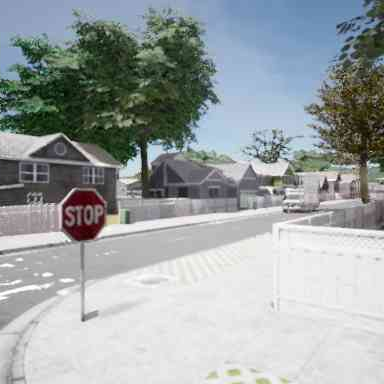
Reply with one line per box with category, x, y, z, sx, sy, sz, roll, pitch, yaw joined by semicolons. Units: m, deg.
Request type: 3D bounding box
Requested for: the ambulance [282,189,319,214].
ambulance;11.582;0.928;35.569;2.351;2.431;6.366;-1;0;35
